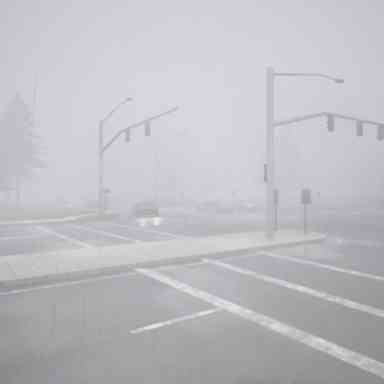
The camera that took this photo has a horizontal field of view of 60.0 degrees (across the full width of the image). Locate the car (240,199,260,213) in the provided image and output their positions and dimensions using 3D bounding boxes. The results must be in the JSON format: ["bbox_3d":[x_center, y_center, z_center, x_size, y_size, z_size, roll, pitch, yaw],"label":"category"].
[{"bbox_3d":[5.414,1.530,36.738,1.812,1.442,4.674,0,0,-35],"label":"car"}]

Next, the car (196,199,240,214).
[{"bbox_3d":[2.487,1.605,34.816,1.895,1.301,4.718,0,0,-35],"label":"car"}]

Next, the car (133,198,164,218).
[{"bbox_3d":[-4.244,1.567,30.499,1.994,1.385,4.181,0,0,-18],"label":"car"}]

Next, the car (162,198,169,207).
[{"bbox_3d":[-5.535,1.568,46.274,1.994,1.385,4.181,0,0,-35],"label":"car"}]

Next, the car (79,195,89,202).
[{"bbox_3d":[-22.614,1.411,70.824,1.837,1.490,4.892,0,0,-35],"label":"car"}]

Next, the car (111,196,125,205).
[{"bbox_3d":[-13.775,1.509,58.070,1.837,1.490,4.892,0,0,-35],"label":"car"}]

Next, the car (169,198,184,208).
[{"bbox_3d":[-3.235,1.552,49.090,2.033,1.411,5.357,0,0,-35],"label":"car"}]

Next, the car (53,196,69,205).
[{"bbox_3d":[-23.682,1.509,60.069,1.837,1.490,4.892,0,0,-34],"label":"car"}]

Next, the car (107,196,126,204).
[{"bbox_3d":[-15.034,1.511,66.073,1.837,1.490,4.892,0,0,-35],"label":"car"}]

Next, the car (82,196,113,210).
[{"bbox_3d":[-12.648,1.603,44.225,1.895,1.301,4.718,0,0,-35],"label":"car"}]
